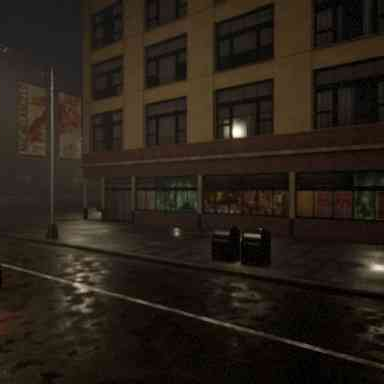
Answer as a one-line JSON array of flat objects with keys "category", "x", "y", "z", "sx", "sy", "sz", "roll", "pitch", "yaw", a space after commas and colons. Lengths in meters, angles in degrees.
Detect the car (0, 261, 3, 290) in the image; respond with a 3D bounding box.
[{"category": "car", "x": -5.831, "y": 1.533, "z": 7.719, "sx": 1.994, "sy": 1.385, "sz": 4.181, "roll": 0, "pitch": 0, "yaw": -40}]
